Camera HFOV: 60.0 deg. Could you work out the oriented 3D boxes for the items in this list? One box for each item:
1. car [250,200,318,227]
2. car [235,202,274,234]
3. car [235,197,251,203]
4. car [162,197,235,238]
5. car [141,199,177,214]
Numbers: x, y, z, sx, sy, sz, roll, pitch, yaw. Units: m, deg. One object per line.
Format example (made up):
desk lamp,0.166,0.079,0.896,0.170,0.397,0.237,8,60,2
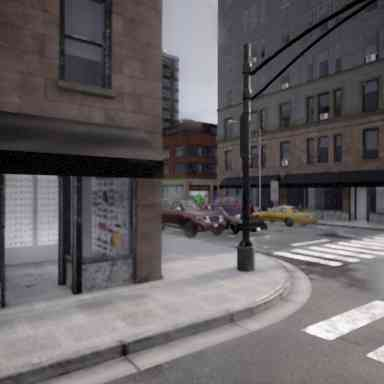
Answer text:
car,6.115,1.518,22.703,1.752,1.417,4.829,0,0,-36
car,1.796,1.520,19.250,2.033,1.411,5.357,0,0,-38
car,2.915,1.302,27.187,2.192,1.841,5.009,0,0,-36
car,-0.322,1.278,17.909,2.192,1.841,5.009,0,0,-36
car,-3.685,1.519,36.431,1.887,1.381,4.507,0,0,-36
